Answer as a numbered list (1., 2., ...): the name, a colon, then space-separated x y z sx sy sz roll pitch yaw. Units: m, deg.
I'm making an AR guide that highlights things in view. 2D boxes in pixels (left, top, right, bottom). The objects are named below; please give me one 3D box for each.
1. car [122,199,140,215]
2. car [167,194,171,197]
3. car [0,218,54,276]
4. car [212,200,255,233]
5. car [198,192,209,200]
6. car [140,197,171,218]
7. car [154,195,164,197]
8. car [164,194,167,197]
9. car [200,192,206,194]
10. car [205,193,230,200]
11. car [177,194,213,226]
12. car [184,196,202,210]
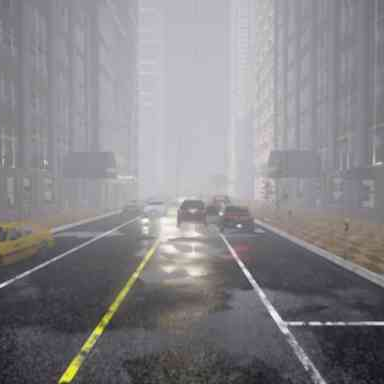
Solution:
1. car: -5.707 1.420 32.621 2.008 1.369 4.403 -1 0 0
2. car: -5.711 1.226 66.497 1.752 1.417 4.829 -1 0 0
3. car: -5.689 1.487 9.755 1.752 1.417 4.829 -1 0 0
4. car: 2.353 1.430 18.999 1.837 1.490 4.892 0 0 0
5. car: 2.664 0.953 77.962 2.192 1.841 5.009 -1 0 0
6. car: -3.100 1.410 29.157 1.812 1.442 4.674 0 0 0
7. car: -5.708 1.356 49.644 1.947 1.339 4.313 -1 0 0
8. car: -5.709 1.326 55.318 1.947 1.339 4.313 -1 0 0
9. car: 2.670 1.255 61.109 1.752 1.417 4.829 -1 0 0
10. car: 2.670 1.185 32.564 2.192 1.841 5.009 -1 0 0
11. car: 0.085 1.262 22.934 2.097 1.767 4.553 0 0 0
12. car: 0.094 1.321 41.412 2.128 1.511 4.902 0 0 0
